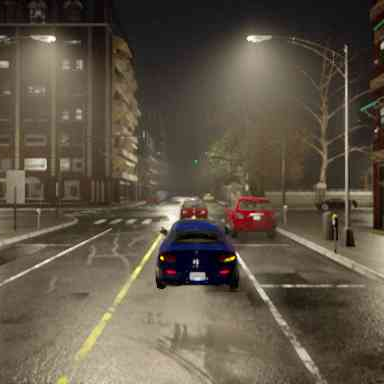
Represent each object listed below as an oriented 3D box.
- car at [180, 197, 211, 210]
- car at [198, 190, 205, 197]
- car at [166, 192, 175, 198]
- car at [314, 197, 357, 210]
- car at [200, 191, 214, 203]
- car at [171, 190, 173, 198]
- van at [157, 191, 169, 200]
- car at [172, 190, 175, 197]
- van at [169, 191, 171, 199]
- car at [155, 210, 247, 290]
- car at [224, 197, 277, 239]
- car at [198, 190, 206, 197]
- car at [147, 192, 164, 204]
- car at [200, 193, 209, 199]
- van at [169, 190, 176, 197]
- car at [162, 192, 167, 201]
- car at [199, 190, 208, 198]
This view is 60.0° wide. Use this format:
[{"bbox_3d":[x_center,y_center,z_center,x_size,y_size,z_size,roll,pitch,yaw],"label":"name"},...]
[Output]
[{"bbox_3d":[0.125,1.292,24.216,1.895,1.301,4.718,0,2,0],"label":"car"},{"bbox_3d":[2.780,0.865,70.967,2.008,1.369,4.403,1,1,0],"label":"car"},{"bbox_3d":[-5.583,0.713,87.599,2.008,1.369,4.403,1,1,0],"label":"car"},{"bbox_3d":[15.251,1.239,35.344,4.313,1.339,1.947,0,0,1],"label":"car"},{"bbox_3d":[2.762,0.994,54.524,1.752,1.417,4.829,1,1,0],"label":"car"},{"bbox_3d":[-5.600,0.897,70.984,1.802,1.307,4.206,1,1,0],"label":"car"},{"bbox_3d":[-5.608,0.759,59.905,1.690,1.788,3.998,1,1,0],"label":"van"},{"bbox_3d":[-5.594,0.814,76.523,2.008,1.369,4.403,1,1,0],"label":"car"},{"bbox_3d":[-5.602,0.707,65.443,1.690,1.788,3.998,1,1,0],"label":"van"},{"bbox_3d":[0.112,1.437,8.738,1.812,1.442,4.674,0,1,0],"label":"car"},{"bbox_3d":[2.726,1.151,16.323,2.192,1.841,5.009,1,1,0],"label":"car"},{"bbox_3d":[2.808,0.426,93.116,2.192,1.841,5.009,1,1,0],"label":"car"},{"bbox_3d":[-5.624,1.105,48.832,1.802,1.307,4.206,1,1,0],"label":"car"},{"bbox_3d":[2.785,0.829,76.506,1.947,1.339,4.313,1,1,0],"label":"car"},{"bbox_3d":[-5.573,0.453,93.135,1.690,1.788,3.998,1,1,0],"label":"van"},{"bbox_3d":[-5.618,1.053,54.368,1.802,1.307,4.206,1,1,0],"label":"car"},{"bbox_3d":[2.796,0.527,82.041,2.192,1.841,5.009,1,1,0],"label":"car"}]
